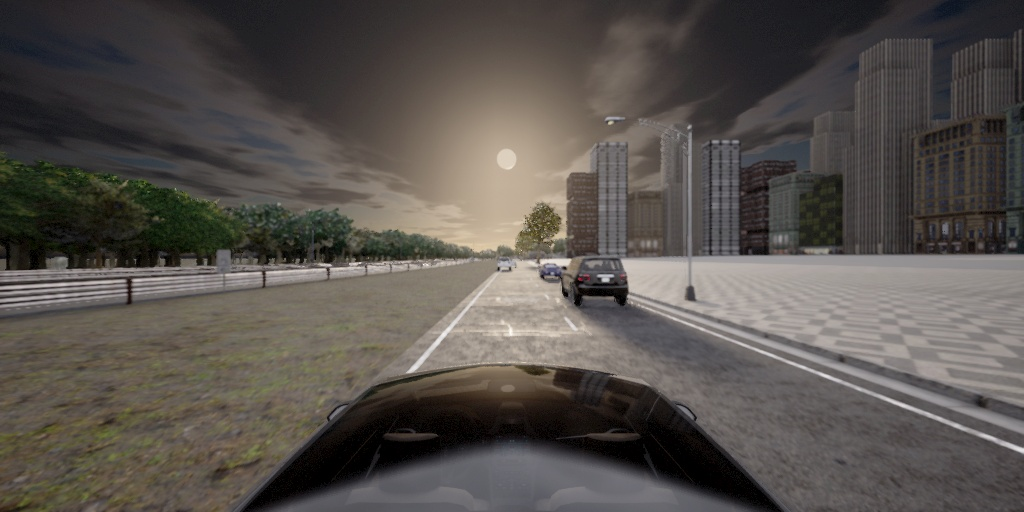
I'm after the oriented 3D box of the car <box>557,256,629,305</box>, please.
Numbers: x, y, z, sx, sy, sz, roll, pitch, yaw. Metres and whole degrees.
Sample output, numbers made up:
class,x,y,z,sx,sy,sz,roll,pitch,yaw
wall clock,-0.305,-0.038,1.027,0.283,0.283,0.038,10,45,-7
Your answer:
class,x,y,z,sx,sy,sz,roll,pitch,yaw
car,3.608,1.022,16.503,2.150,2.045,5.566,0,0,0

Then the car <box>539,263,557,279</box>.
class,x,y,z,sx,sy,sz,roll,pitch,yaw
car,3.618,1.389,34.268,1.812,1.442,4.674,0,0,0

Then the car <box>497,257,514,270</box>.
class,x,y,z,sx,sy,sz,roll,pitch,yaw
car,-1.197,1.190,57.545,2.150,2.045,5.566,0,0,0
